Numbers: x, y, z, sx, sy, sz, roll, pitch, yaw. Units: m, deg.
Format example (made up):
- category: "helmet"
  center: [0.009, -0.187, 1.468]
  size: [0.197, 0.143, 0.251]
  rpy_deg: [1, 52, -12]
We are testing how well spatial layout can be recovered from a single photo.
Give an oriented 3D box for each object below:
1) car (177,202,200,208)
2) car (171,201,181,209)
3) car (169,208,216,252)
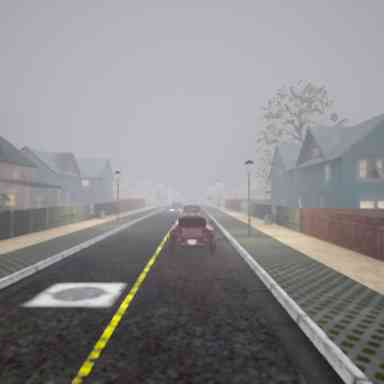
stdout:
- category: "car"
  center: [0.014, 1.831, 28.987]
  size: [2.033, 1.411, 5.357]
  rpy_deg: [0, -1, 0]
- category: "car"
  center: [-2.726, 2.313, 59.627]
  size: [1.895, 1.301, 4.718]
  rpy_deg: [0, -1, 0]
- category: "car"
  center: [0.011, 1.661, 14.386]
  size: [1.812, 1.442, 4.674]
  rpy_deg: [0, 0, 0]
